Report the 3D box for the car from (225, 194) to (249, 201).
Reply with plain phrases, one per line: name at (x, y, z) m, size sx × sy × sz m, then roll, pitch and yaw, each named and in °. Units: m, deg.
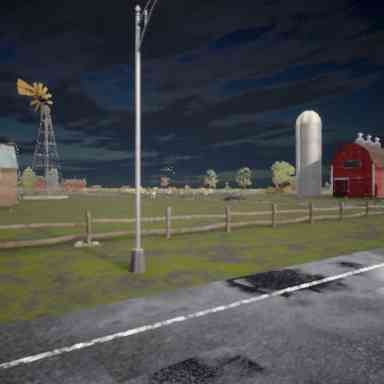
car at (8.732, 1.031, 65.205) m, size 2.033 × 1.411 × 5.357 m, roll -1°, pitch 1°, yaw -35°
